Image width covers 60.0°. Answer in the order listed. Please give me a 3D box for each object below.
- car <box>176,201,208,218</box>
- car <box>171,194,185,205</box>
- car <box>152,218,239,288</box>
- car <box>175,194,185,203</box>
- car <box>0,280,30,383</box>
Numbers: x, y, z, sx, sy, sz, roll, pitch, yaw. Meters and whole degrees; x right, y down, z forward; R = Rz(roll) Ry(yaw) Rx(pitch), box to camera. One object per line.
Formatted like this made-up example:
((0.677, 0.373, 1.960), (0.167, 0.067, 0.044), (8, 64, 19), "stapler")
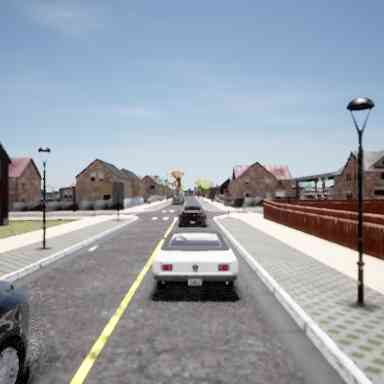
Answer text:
((0.049, 1.625, 22.732), (1.837, 1.490, 4.892), (0, 0, 0), "car")
((-2.868, 1.676, 64.604), (2.097, 1.767, 4.553), (0, 0, 0), "car")
((0.076, 1.653, 9.353), (1.895, 1.301, 4.718), (0, 0, 0), "car")
((-2.858, 1.620, 79.939), (2.150, 2.045, 5.566), (0, 0, 0), "car")
((-2.851, 1.517, 2.096), (1.837, 1.490, 4.892), (0, 0, 0), "car")
